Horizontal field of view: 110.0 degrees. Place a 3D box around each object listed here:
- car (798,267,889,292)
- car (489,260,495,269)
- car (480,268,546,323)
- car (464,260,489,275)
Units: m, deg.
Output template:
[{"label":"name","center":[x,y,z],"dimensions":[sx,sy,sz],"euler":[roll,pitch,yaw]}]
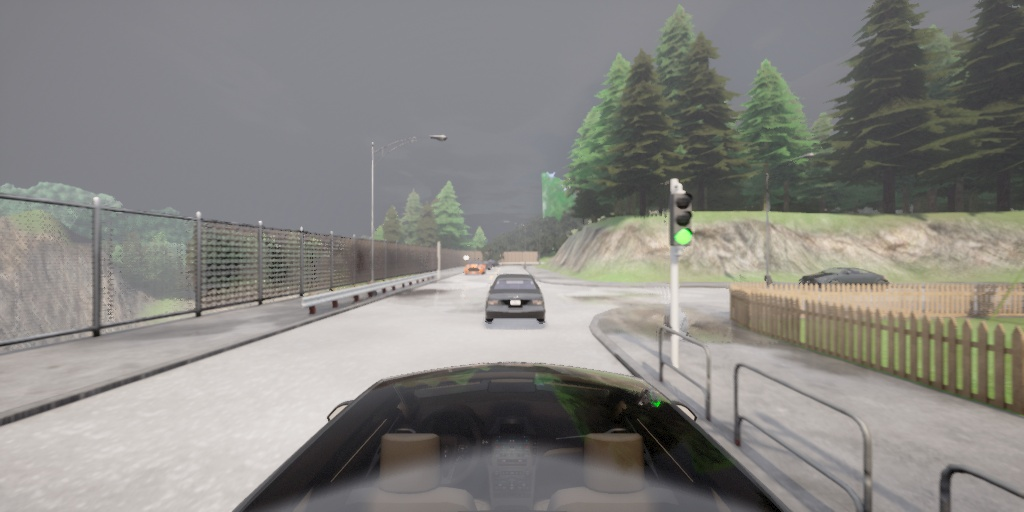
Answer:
[{"label":"car","center":[19.628,1.359,21.371],"dimensions":[4.181,1.385,1.994],"euler":[0,0,0]},{"label":"car","center":[-4.074,1.415,53.018],"dimensions":[2.033,1.411,5.357],"euler":[0,0,0]},{"label":"car","center":[0.093,1.322,12.284],"dimensions":[2.033,1.411,5.357],"euler":[0,0,0]},{"label":"car","center":[-4.095,1.191,40.429],"dimensions":[2.097,1.767,4.553],"euler":[0,0,0]}]
